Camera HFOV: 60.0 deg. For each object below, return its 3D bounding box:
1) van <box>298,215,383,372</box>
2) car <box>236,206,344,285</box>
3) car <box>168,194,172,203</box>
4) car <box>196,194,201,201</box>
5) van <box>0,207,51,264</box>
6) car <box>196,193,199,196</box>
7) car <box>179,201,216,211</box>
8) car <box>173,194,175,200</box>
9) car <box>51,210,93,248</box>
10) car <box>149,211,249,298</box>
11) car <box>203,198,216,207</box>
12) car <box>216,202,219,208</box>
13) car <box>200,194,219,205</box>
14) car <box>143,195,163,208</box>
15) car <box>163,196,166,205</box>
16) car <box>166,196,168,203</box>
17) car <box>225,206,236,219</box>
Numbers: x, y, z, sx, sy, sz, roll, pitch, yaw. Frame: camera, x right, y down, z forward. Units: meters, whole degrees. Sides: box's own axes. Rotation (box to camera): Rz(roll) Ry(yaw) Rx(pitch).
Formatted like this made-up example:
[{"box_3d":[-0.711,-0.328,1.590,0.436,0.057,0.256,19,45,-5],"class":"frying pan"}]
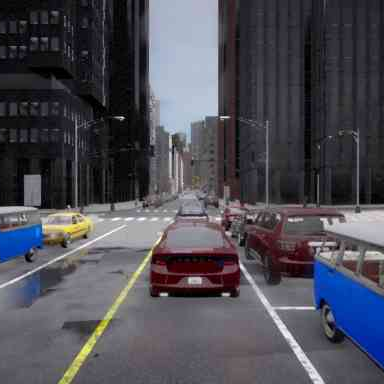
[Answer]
[{"box_3d":[2.761,1.341,3.874,1.690,1.788,3.998,0,0,0],"class":"van"},{"box_3d":[2.756,1.315,9.400,2.192,1.841,5.009,0,0,0],"class":"car"},{"box_3d":[-5.807,1.617,70.069,1.947,1.339,4.313,0,0,0],"class":"car"},{"box_3d":[2.708,1.636,86.997,1.887,1.381,4.507,0,0,0],"class":"car"},{"box_3d":[-5.774,1.341,9.407,1.690,1.788,3.998,0,0,0],"class":"van"},{"box_3d":[2.705,1.671,92.642,1.947,1.339,4.313,0,0,0],"class":"car"},{"box_3d":[-0.009,1.493,18.998,2.128,1.511,4.902,0,0,0],"class":"car"},{"box_3d":[-5.814,1.621,81.355,1.887,1.381,4.507,0,0,0],"class":"car"},{"box_3d":[-5.775,1.526,14.761,1.752,1.417,4.829,0,0,0],"class":"car"},{"box_3d":[0.062,1.477,8.589,1.882,1.535,5.008,0,0,0],"class":"car"},{"box_3d":[2.728,1.591,53.135,1.947,1.339,4.313,0,0,0],"class":"car"},{"box_3d":[2.748,1.547,20.450,1.887,1.381,4.507,0,0,0],"class":"car"},{"box_3d":[2.730,1.334,47.491,2.192,1.841,5.009,0,0,0],"class":"car"},{"box_3d":[-5.794,1.334,47.496,2.192,1.841,5.009,0,0,0],"class":"car"},{"box_3d":[-5.798,1.340,53.139,2.192,1.841,5.009,0,0,0],"class":"car"},{"box_3d":[-5.800,1.598,58.782,1.947,1.339,4.313,0,0,0],"class":"car"},{"box_3d":[2.752,1.551,14.925,2.008,1.369,4.403,0,0,0],"class":"car"}]
